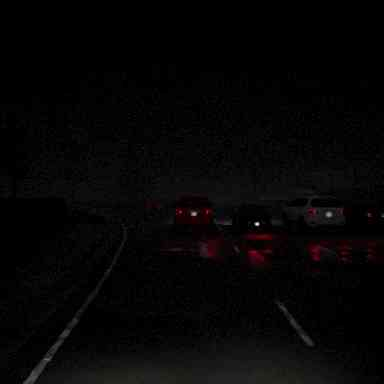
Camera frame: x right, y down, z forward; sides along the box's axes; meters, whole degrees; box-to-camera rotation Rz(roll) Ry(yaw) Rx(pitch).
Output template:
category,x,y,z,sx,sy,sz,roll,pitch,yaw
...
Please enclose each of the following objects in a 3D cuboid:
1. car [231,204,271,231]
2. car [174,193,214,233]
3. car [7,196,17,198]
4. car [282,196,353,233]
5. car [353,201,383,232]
category,x,y,z,sx,sy,sz,roll,pitch,yaw
car,3.610,1.511,20.847,1.837,1.490,4.892,0,0,0
car,0.108,1.227,19.962,2.150,2.045,5.566,0,0,0
car,-39.004,1.567,72.405,4.181,1.385,1.994,0,0,40
car,7.109,1.227,19.940,2.150,2.045,5.566,0,0,0
car,10.608,1.358,20.503,2.097,1.767,4.553,0,0,0
